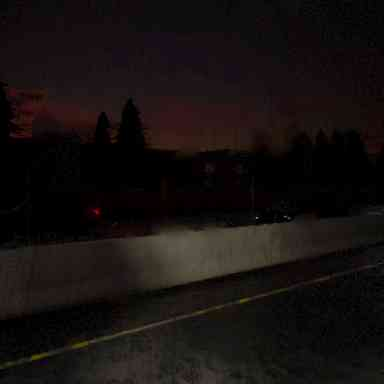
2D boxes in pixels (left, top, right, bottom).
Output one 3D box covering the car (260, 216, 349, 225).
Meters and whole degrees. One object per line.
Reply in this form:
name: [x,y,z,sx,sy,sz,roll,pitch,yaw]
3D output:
car: [5.577,1.112,16.563,5.566,2.045,2.150,0,0,-35]
